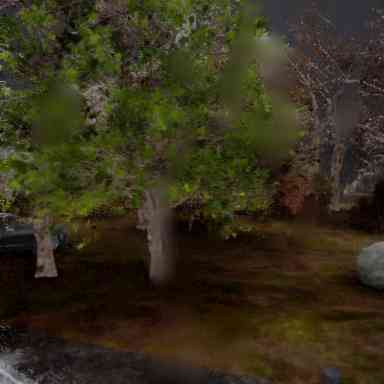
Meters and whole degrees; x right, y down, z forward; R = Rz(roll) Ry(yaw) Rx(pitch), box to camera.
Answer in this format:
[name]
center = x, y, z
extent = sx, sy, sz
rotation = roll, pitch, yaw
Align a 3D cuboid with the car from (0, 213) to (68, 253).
[car]
center = -6.802, 1.464, 11.676
extent = 2.231, 1.521, 4.892
rotation = 0, 0, 37
